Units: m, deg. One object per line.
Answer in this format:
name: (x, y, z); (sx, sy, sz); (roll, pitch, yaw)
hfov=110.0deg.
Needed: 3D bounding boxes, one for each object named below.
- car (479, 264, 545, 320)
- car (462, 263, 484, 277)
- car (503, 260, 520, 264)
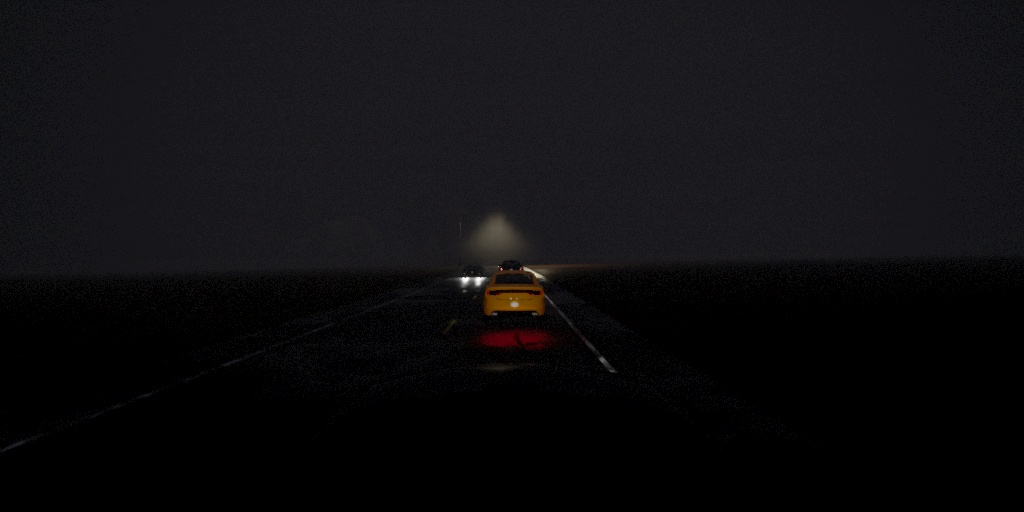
car: (0.066, 1.231, 12.678); (1.882, 1.535, 5.008); (0, 0, 0)
car: (-3.738, 1.339, 35.507); (1.994, 1.385, 4.181); (0, 0, 0)
car: (-0.078, 1.121, 30.764); (2.097, 1.767, 4.553); (0, 0, -1)
